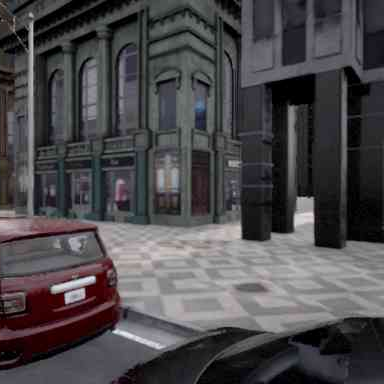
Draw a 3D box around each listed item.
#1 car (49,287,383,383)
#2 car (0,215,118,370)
[{"bbox_3d":[1.262,1.566,2.060,4.313,1.339,1.947,0,0,35],"label":"car"},{"bbox_3d":[-3.329,1.307,5.329,5.009,1.841,2.192,0,0,35],"label":"car"}]
